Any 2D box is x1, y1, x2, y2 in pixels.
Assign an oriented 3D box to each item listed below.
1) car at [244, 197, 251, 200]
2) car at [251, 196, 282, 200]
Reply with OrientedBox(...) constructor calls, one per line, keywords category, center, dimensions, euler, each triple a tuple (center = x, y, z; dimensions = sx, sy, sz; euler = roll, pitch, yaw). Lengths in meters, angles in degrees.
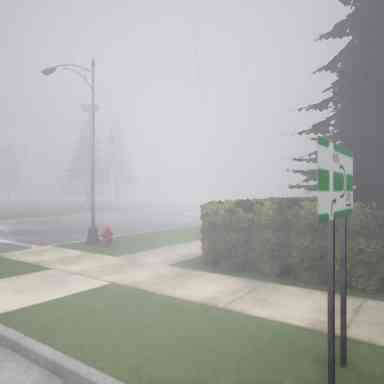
OrientedBox(category="car", center=(10.548, 1.547, 57.644), dimensions=(2.033, 1.411, 5.357), euler=(0, 0, 38))
OrientedBox(category="car", center=(10.183, 1.526, 45.271), dimensions=(1.812, 1.442, 4.674), euler=(0, 0, 36))
